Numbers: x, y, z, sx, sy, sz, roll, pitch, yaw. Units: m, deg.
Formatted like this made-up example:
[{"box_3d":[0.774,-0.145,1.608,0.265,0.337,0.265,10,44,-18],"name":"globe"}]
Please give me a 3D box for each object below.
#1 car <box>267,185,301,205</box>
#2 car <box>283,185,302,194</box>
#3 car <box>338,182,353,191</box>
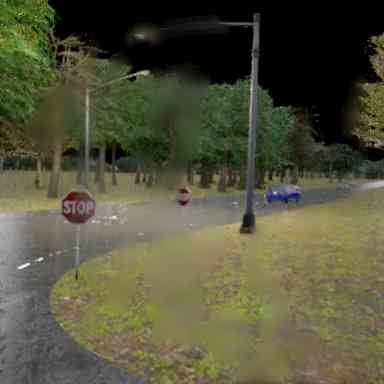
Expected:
[{"box_3d":[10.180,0.224,36.637,2.150,2.045,5.566,4,4,35],"name":"car"},{"box_3d":[17.978,-0.491,59.633,1.812,1.442,4.674,4,5,35],"name":"car"},{"box_3d":[35.463,-1.114,77.582,2.128,1.511,4.902,4,4,32],"name":"car"}]
